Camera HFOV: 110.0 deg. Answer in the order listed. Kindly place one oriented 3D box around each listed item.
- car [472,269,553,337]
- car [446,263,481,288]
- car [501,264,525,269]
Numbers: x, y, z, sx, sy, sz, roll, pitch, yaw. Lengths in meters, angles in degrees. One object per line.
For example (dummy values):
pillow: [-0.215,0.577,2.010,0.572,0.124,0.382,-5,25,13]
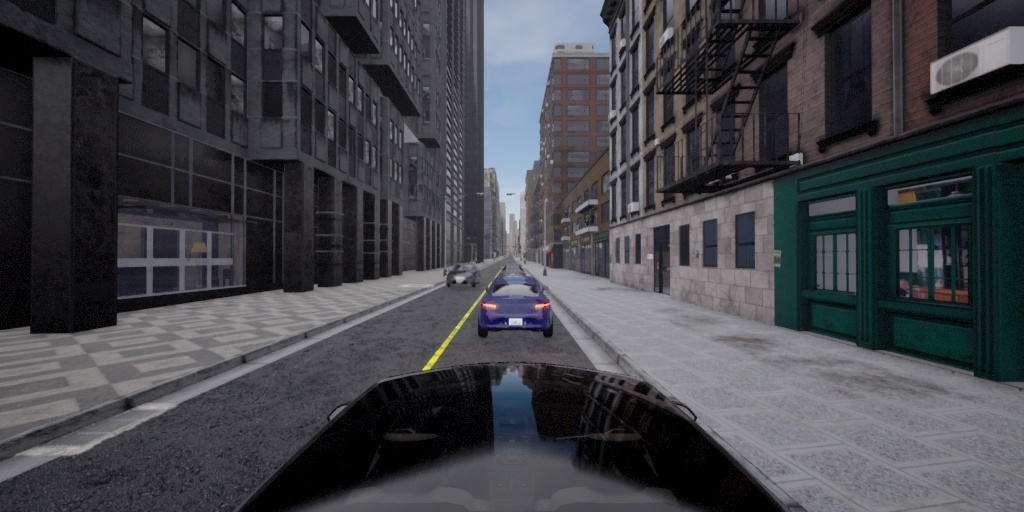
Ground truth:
car: [0.088,1.276,10.159,1.812,1.442,4.674,0,0,0]
car: [-3.132,1.242,23.800,2.128,1.511,4.902,0,0,0]
car: [0.062,1.314,28.207,1.994,1.385,4.181,0,0,0]
